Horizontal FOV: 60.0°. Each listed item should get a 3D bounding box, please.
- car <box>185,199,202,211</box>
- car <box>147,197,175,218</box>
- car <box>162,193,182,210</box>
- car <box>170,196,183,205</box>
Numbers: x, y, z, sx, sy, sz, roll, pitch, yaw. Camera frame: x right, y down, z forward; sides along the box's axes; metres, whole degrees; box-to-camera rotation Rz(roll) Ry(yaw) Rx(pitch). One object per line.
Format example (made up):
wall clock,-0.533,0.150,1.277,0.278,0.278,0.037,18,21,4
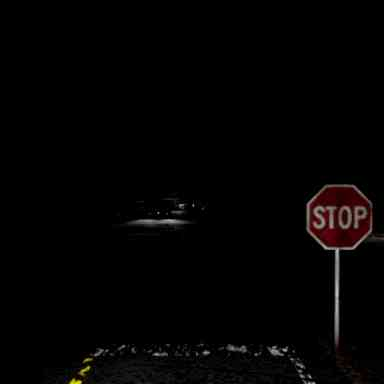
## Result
car,0.161,1.500,40.415,1.994,1.385,4.181,0,0,0
car,-2.768,1.468,29.411,1.837,1.490,4.892,0,0,-1
car,-2.777,1.155,41.869,2.150,2.045,5.566,0,0,0
car,-2.722,1.476,59.124,1.895,1.301,4.718,0,0,1
